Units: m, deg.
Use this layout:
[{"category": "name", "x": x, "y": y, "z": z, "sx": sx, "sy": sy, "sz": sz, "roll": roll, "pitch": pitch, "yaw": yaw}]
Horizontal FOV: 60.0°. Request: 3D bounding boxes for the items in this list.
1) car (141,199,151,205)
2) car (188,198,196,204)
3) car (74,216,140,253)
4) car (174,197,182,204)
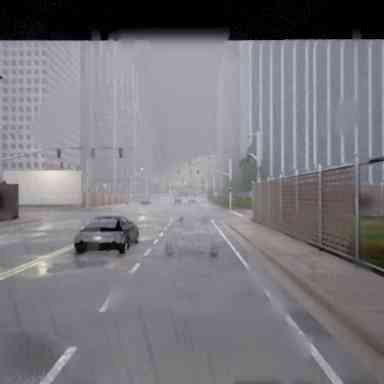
[{"category": "car", "x": -10.521, "y": 2.257, "z": 76.156, "sx": 2.033, "sy": 1.411, "sz": 5.357, "roll": 0, "pitch": -1, "yaw": 0}, {"category": "car", "x": -0.023, "y": 2.240, "z": 83.484, "sx": 1.895, "sy": 1.301, "sz": 4.718, "roll": 0, "pitch": -1, "yaw": 0}, {"category": "car", "x": -3.500, "y": 1.700, "z": 14.320, "sx": 1.994, "sy": 1.385, "sz": 4.181, "roll": 0, "pitch": 0, "yaw": 0}, {"category": "car", "x": -3.523, "y": 2.145, "z": 83.454, "sx": 1.837, "sy": 1.490, "sz": 4.892, "roll": 0, "pitch": -1, "yaw": 0}]
